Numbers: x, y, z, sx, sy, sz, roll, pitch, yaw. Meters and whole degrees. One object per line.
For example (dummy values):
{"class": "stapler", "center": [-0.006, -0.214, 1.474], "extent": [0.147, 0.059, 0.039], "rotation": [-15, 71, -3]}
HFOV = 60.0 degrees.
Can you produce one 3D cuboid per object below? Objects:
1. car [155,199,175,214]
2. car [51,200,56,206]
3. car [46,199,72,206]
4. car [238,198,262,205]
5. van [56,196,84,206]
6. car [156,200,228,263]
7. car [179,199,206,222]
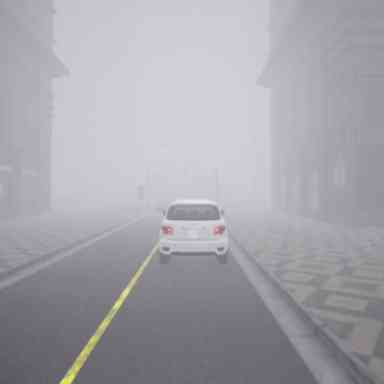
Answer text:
{"class": "car", "center": [-3.087, 1.649, 38.873], "extent": [1.882, 1.535, 5.008], "rotation": [0, 0, 0]}
{"class": "car", "center": [-26.288, 1.806, 57.363], "extent": [4.507, 1.381, 1.887], "rotation": [0, -1, 0]}
{"class": "car", "center": [-26.302, 1.990, 65.916], "extent": [4.507, 1.381, 1.887], "rotation": [0, -1, 0]}
{"class": "car", "center": [11.621, 1.846, 66.052], "extent": [4.829, 1.417, 1.752], "rotation": [0, -1, 0]}
{"class": "van", "center": [-20.764, 1.582, 57.387], "extent": [3.998, 1.788, 1.690], "rotation": [0, -1, 0]}
{"class": "car", "center": [0.062, 1.283, 12.351], "extent": [2.150, 2.045, 5.566], "rotation": [0, 0, 0]}
{"class": "car", "center": [0.064, 1.479, 28.163], "extent": [2.097, 1.767, 4.553], "rotation": [0, 0, 0]}
